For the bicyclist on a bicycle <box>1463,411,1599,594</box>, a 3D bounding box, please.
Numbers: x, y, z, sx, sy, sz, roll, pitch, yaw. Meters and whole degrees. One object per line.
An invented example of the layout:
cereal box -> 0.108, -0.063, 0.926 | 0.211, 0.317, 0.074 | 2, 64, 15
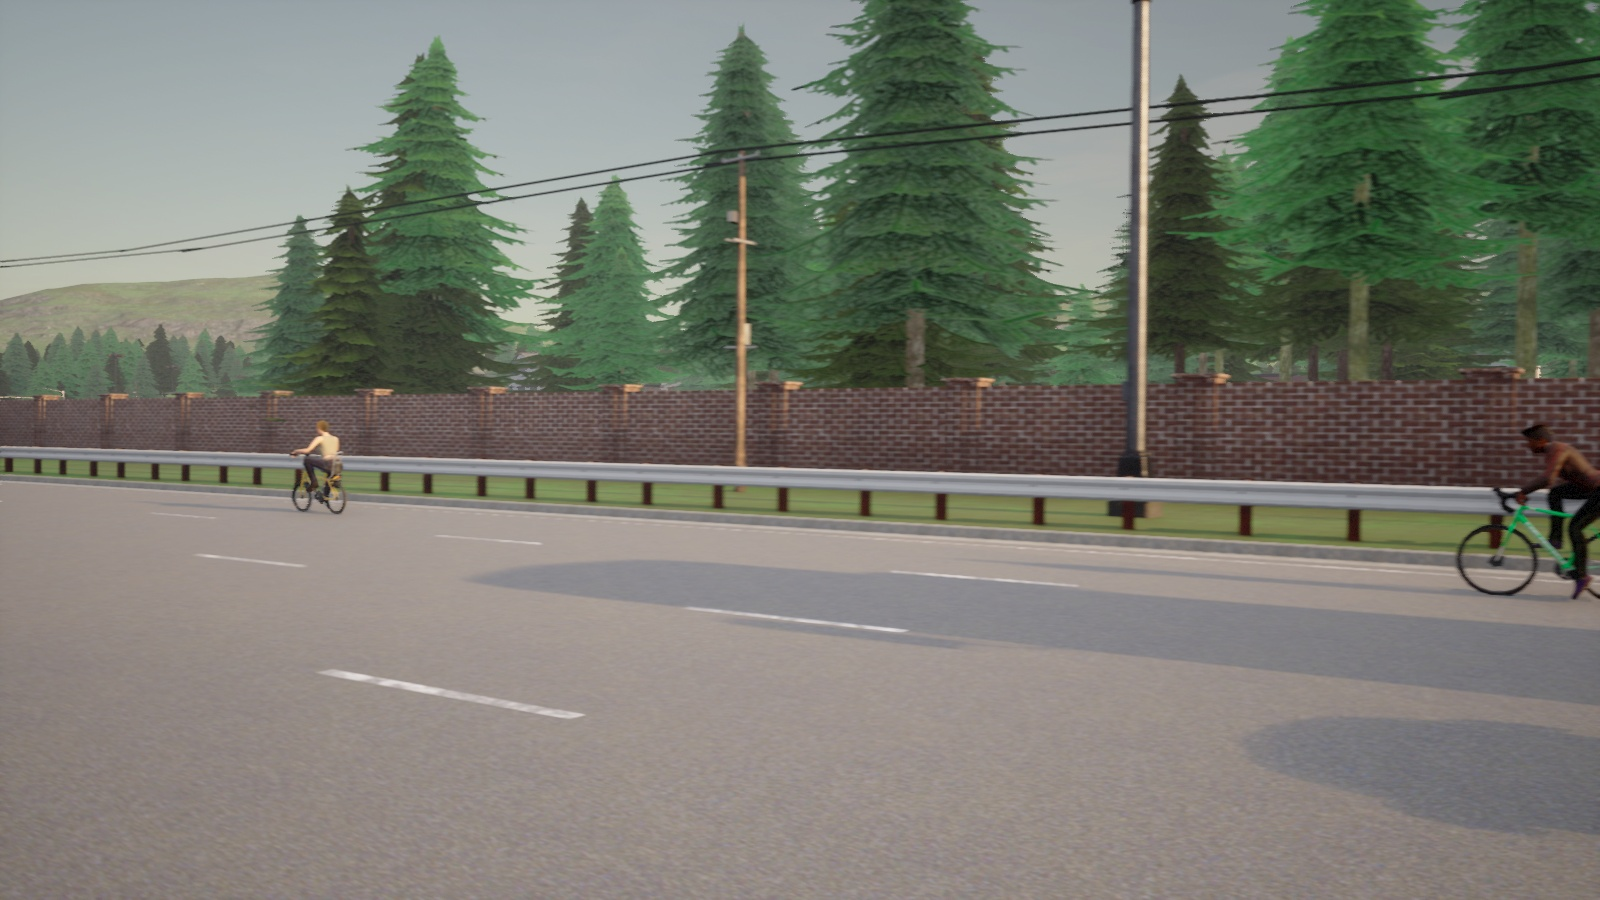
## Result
bicyclist on a bicycle -> 7.061, 0.463, 11.536 | 1.656, 1.620, 0.582 | 0, 1, 34

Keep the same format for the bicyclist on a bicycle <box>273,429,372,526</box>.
bicyclist on a bicycle -> -8.252, 0.447, 21.702 | 1.509, 1.612, 0.866 | 0, 1, 34
